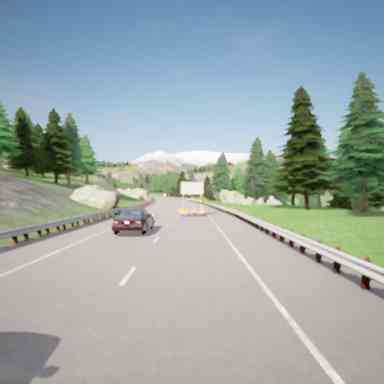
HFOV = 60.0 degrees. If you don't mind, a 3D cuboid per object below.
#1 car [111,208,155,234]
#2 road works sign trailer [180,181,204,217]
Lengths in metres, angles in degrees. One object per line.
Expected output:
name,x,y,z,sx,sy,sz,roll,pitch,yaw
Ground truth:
car,-3.398,1.661,19.853,2.033,1.411,5.357,0,0,0
road works sign trailer,0.022,0.656,33.540,2.380,3.560,2.880,0,0,-1
